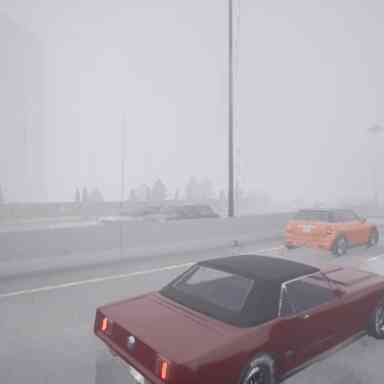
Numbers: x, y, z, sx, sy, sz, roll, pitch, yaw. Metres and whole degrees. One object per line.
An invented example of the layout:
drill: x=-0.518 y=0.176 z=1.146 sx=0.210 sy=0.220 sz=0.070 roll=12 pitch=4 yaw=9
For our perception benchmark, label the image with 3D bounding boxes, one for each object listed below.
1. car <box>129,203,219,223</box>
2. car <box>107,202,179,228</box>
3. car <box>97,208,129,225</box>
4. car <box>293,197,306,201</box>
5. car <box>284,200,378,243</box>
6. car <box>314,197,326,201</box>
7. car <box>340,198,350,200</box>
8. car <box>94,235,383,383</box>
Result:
car: x=-0.639 y=1.407 z=17.304 sx=4.553 sy=1.767 sz=2.097 roll=0 pitch=0 yaw=-43
car: x=-3.460 y=1.573 z=24.184 sx=4.902 sy=1.511 sz=2.128 roll=0 pitch=0 yaw=-44
car: x=-3.108 y=1.668 z=19.703 sx=4.718 sy=1.301 sz=1.895 roll=0 pitch=0 yaw=-42
car: x=19.150 y=1.639 z=59.199 sx=1.837 sy=1.490 sz=4.892 roll=0 pitch=0 yaw=20
car: x=5.678 y=1.381 z=13.351 sx=4.553 sy=1.767 sz=2.097 roll=0 pitch=0 yaw=-43
car: x=20.351 y=1.591 z=52.709 sx=1.882 sy=1.535 sz=5.008 roll=0 pitch=0 yaw=23
car: x=22.903 y=1.625 z=49.773 sx=1.812 sy=1.442 sz=4.674 roll=0 pitch=0 yaw=24
car: x=1.176 y=1.614 z=4.850 sx=4.718 sy=1.301 sz=1.895 roll=0 pitch=0 yaw=-38
